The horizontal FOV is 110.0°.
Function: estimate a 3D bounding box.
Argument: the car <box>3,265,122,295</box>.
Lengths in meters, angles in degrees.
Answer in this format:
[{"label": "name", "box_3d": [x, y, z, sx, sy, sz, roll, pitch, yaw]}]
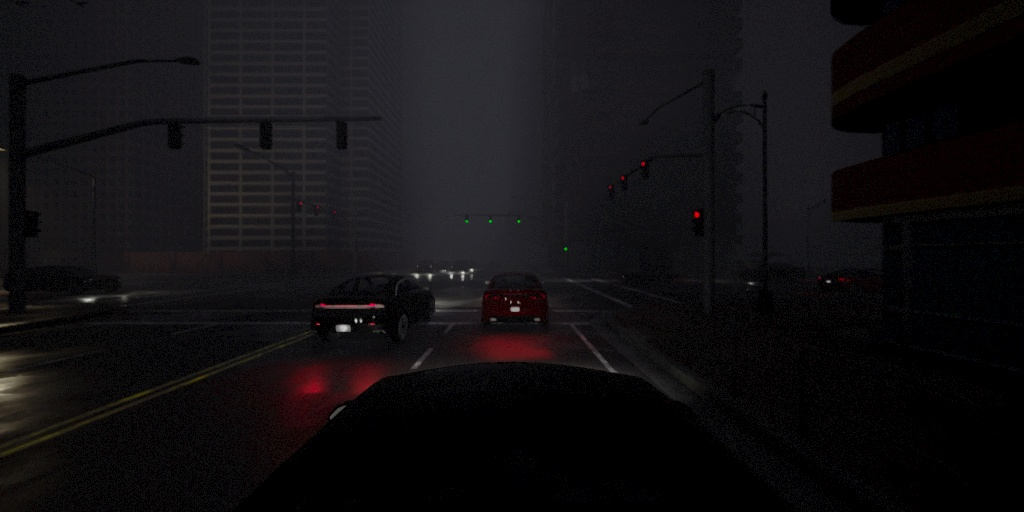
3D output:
[{"label": "car", "box_3d": [-24.427, 1.268, 19.619, 5.008, 1.535, 1.882, 0, 0, 0]}]

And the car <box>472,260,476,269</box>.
[{"label": "car", "box_3d": [-7.066, 1.382, 59.432, 1.837, 1.490, 4.892, 0, 0, 1]}]

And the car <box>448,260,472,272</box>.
[{"label": "car", "box_3d": [-7.106, 1.360, 49.162, 1.837, 1.490, 4.892, 0, 0, 0]}]

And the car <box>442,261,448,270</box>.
[{"label": "car", "box_3d": [-10.584, 1.416, 55.477, 2.033, 1.411, 5.357, 0, 0, 0]}]

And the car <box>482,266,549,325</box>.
[{"label": "car", "box_3d": [0.090, 1.250, 11.879, 1.882, 1.535, 5.008, 0, 0, 0]}]

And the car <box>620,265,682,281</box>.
[{"label": "car", "box_3d": [11.574, 1.413, 30.163, 4.718, 1.301, 1.895, 0, 0, 2]}]

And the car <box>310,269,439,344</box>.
[{"label": "car", "box_3d": [-3.413, 1.259, 9.690, 2.128, 1.511, 4.902, 0, 0, 0]}]

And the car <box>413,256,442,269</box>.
[{"label": "car", "box_3d": [-10.608, 1.198, 45.278, 2.097, 1.767, 4.553, 0, 0, 0]}]

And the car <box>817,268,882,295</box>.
[{"label": "car", "box_3d": [19.128, 1.353, 19.402, 4.181, 1.385, 1.994, 0, 0, 0]}]

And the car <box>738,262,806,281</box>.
[{"label": "car", "box_3d": [21.700, 1.290, 30.041, 5.008, 1.535, 1.882, 0, 0, 1]}]
